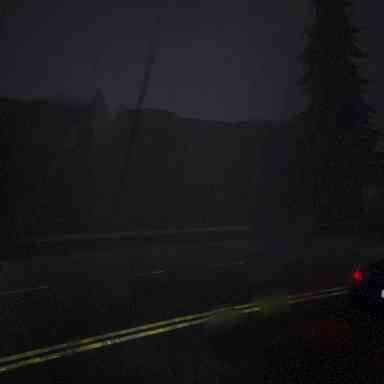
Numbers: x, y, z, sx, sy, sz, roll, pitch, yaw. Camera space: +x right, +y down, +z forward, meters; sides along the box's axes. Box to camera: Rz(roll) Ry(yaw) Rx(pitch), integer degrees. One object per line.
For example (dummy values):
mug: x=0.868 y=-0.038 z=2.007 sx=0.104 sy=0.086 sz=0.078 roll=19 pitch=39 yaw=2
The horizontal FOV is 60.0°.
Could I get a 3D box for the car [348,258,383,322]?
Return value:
car: x=4.874 y=1.564 z=5.935 sx=4.181 sy=1.385 sz=1.994 roll=0 pitch=0 yaw=-25
